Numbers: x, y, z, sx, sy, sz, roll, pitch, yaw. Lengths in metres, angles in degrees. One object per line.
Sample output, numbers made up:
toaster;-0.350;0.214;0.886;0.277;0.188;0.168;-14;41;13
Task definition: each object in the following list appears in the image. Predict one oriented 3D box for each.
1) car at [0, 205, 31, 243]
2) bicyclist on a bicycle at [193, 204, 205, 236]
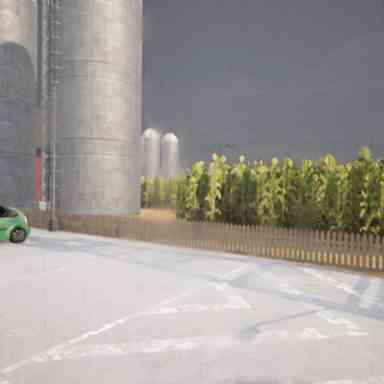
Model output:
car;-8.497;1.294;12.786;1.851;1.617;3.988;1;1;34
bicyclist on a bicycle;0.495;1.404;15.894;0.582;1.620;1.656;-1;5;-37
